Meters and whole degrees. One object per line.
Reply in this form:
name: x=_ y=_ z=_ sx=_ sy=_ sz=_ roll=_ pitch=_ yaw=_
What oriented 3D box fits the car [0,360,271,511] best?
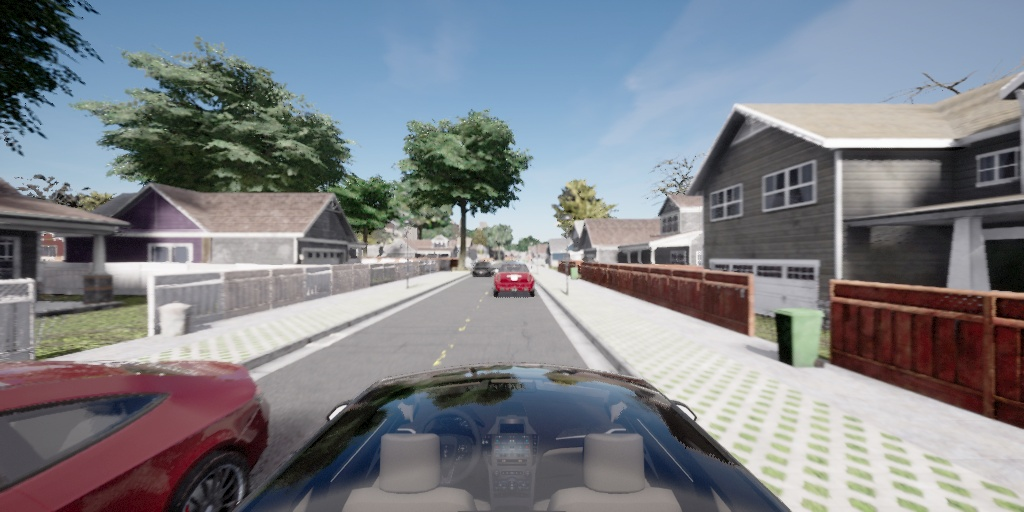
car: x=-2.846 y=1.276 z=1.051 sx=1.812 sy=1.442 sz=4.674 roll=0 pitch=0 yaw=0

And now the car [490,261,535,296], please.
car: x=0.108 y=1.114 z=19.582 sx=2.097 sy=1.767 sz=4.553 roll=0 pitch=0 yaw=0

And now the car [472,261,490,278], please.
car: x=-2.831 y=1.262 z=35.426 sx=1.882 sy=1.535 sz=5.008 roll=0 pitch=0 yaw=0
